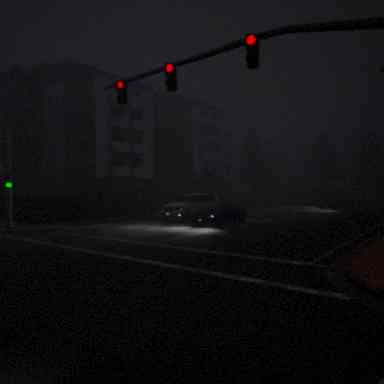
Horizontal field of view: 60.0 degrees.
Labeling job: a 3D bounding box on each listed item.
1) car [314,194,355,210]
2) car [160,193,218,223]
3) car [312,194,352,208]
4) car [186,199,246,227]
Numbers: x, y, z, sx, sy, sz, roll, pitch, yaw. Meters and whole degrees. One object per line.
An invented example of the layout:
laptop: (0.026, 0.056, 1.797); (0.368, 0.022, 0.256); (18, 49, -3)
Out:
car: (15.625, 1.103, 35.794); (4.674, 1.442, 1.812); (-1, 0, -33)
car: (0.024, 1.128, 25.465); (2.150, 2.045, 5.566); (-1, 0, 39)
car: (17.150, 1.036, 40.791); (4.892, 1.490, 1.837); (-1, 0, -28)
car: (1.944, 1.408, 22.231); (1.812, 1.442, 4.674); (-1, 1, 39)
